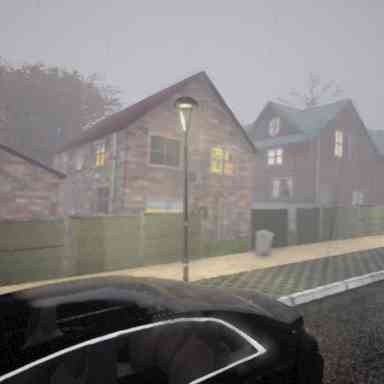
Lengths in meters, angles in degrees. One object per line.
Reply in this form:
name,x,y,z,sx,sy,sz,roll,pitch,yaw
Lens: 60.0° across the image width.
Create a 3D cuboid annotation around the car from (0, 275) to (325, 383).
car,-1.090,1.505,2.238,4.892,1.490,1.837,0,0,-36
